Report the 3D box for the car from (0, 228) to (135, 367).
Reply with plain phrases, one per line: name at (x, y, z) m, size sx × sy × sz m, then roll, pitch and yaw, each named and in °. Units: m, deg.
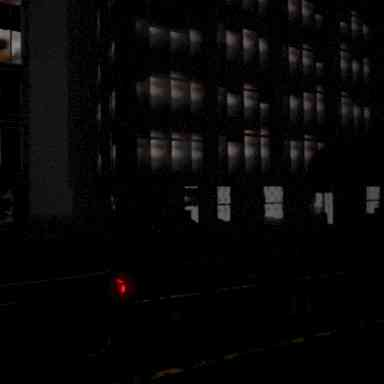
car at (-3.210, 1.449, 4.705) m, size 4.553 × 1.767 × 2.097 m, roll 0°, pitch -1°, yaw -25°
